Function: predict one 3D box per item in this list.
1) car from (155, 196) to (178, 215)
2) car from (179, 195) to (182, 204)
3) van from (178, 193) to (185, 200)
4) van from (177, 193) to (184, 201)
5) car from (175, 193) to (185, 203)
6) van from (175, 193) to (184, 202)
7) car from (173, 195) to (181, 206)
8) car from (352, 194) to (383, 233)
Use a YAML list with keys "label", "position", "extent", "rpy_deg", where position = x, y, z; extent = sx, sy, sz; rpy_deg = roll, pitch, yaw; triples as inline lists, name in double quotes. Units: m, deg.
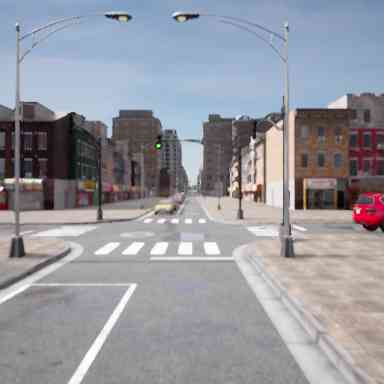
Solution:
- label: "car"
  position: [-2.638, 1.398, 32.370]
  extent: [1.752, 1.417, 4.829]
  rpy_deg: [0, 0, 0]
- label: "car"
  position: [-2.641, 1.423, 43.750]
  extent: [1.802, 1.307, 4.206]
  rpy_deg: [0, 0, 0]
- label: "van"
  position: [-2.647, 1.114, 82.988]
  extent: [1.690, 1.788, 3.998]
  rpy_deg: [0, 0, 0]
- label: "van"
  position: [-2.646, 1.121, 77.382]
  extent: [1.690, 1.788, 3.998]
  rpy_deg: [0, 0, 0]
- label: "car"
  position: [-2.642, 1.257, 54.961]
  extent: [1.967, 1.590, 4.097]
  rpy_deg: [0, 0, 0]
- label: "van"
  position: [-2.645, 1.129, 71.777]
  extent: [1.690, 1.788, 3.998]
  rpy_deg: [0, 0, 0]
- label: "car"
  position: [-2.639, 1.401, 38.145]
  extent: [1.887, 1.381, 4.507]
  rpy_deg: [0, 0, 0]
- label: "car"
  position: [11.409, 1.110, 17.507]
  extent: [5.566, 2.045, 2.150]
  rpy_deg: [0, 0, 0]
